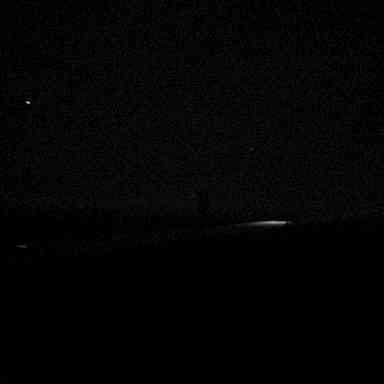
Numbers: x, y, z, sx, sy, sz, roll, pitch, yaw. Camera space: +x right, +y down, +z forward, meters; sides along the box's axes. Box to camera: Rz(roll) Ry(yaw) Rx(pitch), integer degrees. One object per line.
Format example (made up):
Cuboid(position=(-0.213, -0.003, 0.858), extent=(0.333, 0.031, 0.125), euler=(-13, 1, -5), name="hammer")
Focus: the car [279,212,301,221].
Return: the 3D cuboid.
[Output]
Cuboid(position=(14.548, 3.612, 49.530), extent=(1.895, 1.301, 4.718), euler=(-2, -3, 35), name="car")
